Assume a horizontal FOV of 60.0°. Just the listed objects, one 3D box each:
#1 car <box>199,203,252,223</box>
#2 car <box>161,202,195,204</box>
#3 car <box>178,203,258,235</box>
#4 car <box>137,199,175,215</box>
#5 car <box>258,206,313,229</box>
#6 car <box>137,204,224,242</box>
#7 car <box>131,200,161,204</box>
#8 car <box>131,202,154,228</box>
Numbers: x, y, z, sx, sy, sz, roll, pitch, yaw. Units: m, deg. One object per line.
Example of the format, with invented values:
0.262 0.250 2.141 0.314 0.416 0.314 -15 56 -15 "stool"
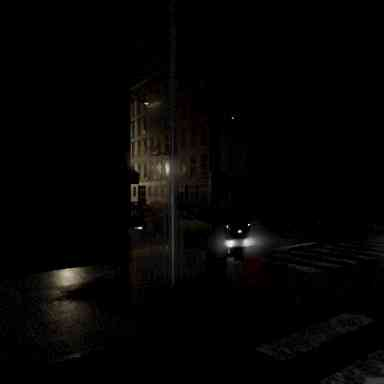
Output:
2.531 1.578 25.888 1.802 1.307 4.206 0 0 -35 "car"
-0.608 1.565 30.297 1.947 1.339 4.313 0 0 -35 "car"
0.951 1.565 18.691 2.033 1.411 5.357 0 0 -32 "car"
-3.846 1.528 34.845 1.752 1.417 4.829 0 0 -35 "car"
5.671 1.557 21.479 1.947 1.339 4.313 0 0 -35 "car"
-0.774 1.554 16.693 1.752 1.417 4.829 0 0 -35 "car"
-4.805 1.517 26.733 2.128 1.511 4.902 0 0 -35 "car"
-4.012 1.584 21.241 2.008 1.369 4.403 0 0 -35 "car"
